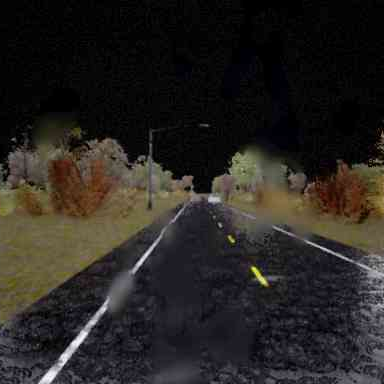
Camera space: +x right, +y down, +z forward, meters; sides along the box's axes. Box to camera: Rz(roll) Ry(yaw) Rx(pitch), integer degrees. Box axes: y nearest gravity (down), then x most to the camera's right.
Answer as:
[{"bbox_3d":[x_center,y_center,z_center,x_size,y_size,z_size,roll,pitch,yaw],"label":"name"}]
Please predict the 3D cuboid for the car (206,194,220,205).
[{"bbox_3d":[4.300,1.448,64.601,2.150,2.045,5.566,0,0,1],"label":"car"}]

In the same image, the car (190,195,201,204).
[{"bbox_3d":[0.736,1.565,68.088,2.097,1.767,4.553,0,0,1],"label":"car"}]
